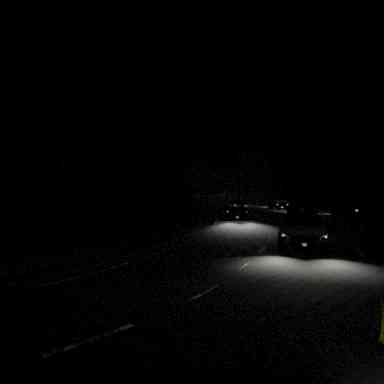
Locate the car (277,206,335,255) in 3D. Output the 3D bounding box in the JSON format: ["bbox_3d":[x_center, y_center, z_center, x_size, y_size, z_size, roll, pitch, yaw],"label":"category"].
[{"bbox_3d":[4.555,1.526,13.653,1.812,1.442,4.674,0,0,17],"label":"car"}]

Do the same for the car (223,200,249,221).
[{"bbox_3d":[3.538,1.601,27.296,1.895,1.301,4.718,0,0,3],"label":"car"}]

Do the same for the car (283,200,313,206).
[{"bbox_3d":[10.935,1.601,33.359,1.895,1.301,4.718,0,0,2],"label":"car"}]

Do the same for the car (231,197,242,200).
[{"bbox_3d":[8.053,1.568,60.255,1.994,1.385,4.181,0,0,2],"label":"car"}]

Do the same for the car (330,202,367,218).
[{"bbox_3d":[14.296,1.563,30.662,1.994,1.385,4.181,0,0,3],"label":"car"}]

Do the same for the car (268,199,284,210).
[{"bbox_3d":[11.223,1.601,43.381,1.895,1.301,4.718,0,0,2],"label":"car"}]
